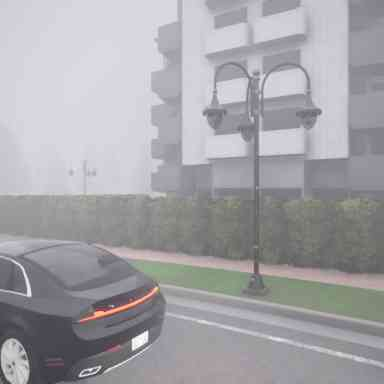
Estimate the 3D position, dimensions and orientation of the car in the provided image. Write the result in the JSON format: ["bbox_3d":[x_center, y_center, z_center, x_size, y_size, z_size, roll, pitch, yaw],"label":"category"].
[{"bbox_3d":[-2.698,1.504,5.158,4.892,1.490,1.837,0,0,31],"label":"car"}]
